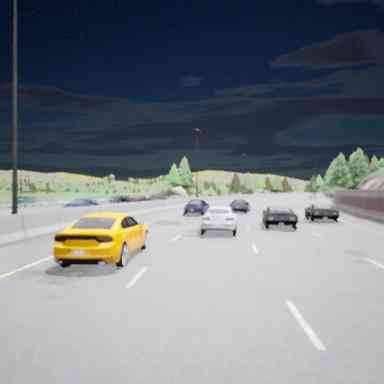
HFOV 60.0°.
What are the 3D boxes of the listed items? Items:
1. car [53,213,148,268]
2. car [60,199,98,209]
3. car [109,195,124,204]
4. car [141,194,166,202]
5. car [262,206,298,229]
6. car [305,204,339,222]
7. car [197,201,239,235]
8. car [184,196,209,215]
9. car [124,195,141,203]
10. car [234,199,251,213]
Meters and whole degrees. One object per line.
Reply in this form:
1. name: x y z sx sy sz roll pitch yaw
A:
1. car: -2.783 1.433 11.229 1.882 1.535 5.008 0 0 4
2. car: -10.519 1.394 31.356 1.812 1.442 4.674 0 0 12
3. car: -12.917 1.263 59.503 2.128 1.511 4.902 0 0 21
4. car: -6.277 1.149 57.308 2.097 1.767 4.553 0 0 21
5. car: 5.528 1.548 21.374 1.895 1.301 4.718 0 0 9
6. car: 9.911 1.546 25.752 1.895 1.301 4.718 0 0 12
7. car: 1.571 1.470 18.485 1.812 1.442 4.674 0 0 8
8. car: 0.506 1.425 31.667 1.812 1.442 4.674 0 0 13
9. car: -9.491 1.309 58.687 1.812 1.442 4.674 0 0 21
10. car: 5.076 1.464 35.373 1.994 1.385 4.181 0 0 15
